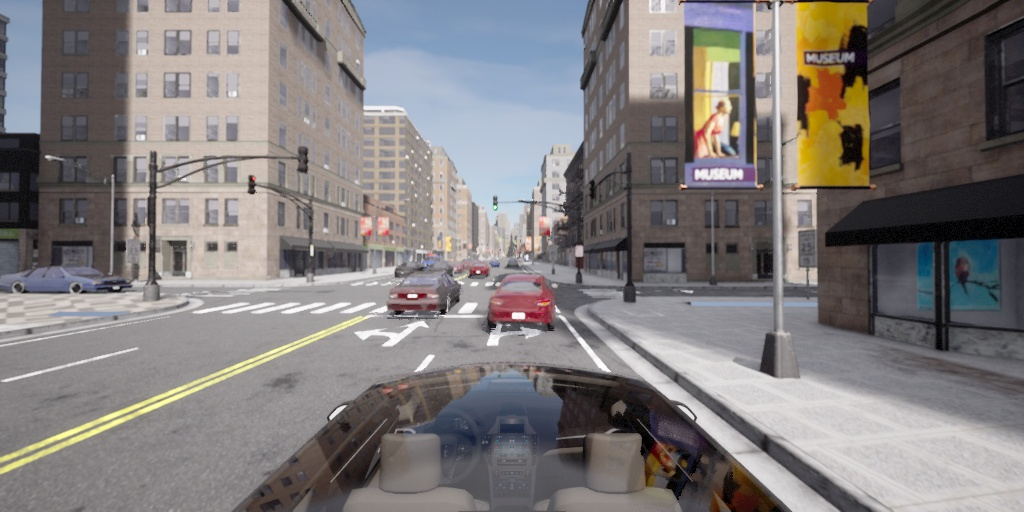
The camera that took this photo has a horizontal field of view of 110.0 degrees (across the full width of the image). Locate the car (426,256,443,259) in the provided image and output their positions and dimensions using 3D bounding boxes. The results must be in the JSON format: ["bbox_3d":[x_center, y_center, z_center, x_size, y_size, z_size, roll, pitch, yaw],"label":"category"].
[{"bbox_3d":[-9.750,1.001,44.704,2.150,2.045,5.566,0,0,-1],"label":"car"}]

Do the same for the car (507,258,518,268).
[{"bbox_3d":[0.131,1.349,63.557,1.994,1.385,4.181,0,0,0],"label":"car"}]

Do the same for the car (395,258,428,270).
[{"bbox_3d":[-9.771,1.253,34.530,1.882,1.535,5.008,0,0,1],"label":"car"}]

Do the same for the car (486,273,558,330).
[{"bbox_3d":[0.410,1.276,11.034,1.812,1.442,4.674,1,1,6],"label":"car"}]

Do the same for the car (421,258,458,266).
[{"bbox_3d":[-6.524,1.252,32.735,1.882,1.535,5.008,0,0,0],"label":"car"}]

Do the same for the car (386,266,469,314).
[{"bbox_3d":[-3.129,1.308,13.798,2.033,1.411,5.357,0,0,0],"label":"car"}]

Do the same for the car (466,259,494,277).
[{"bbox_3d":[-3.092,1.301,35.177,1.812,1.442,4.674,0,0,0],"label":"car"}]

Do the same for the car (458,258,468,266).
[{"bbox_3d":[-6.505,1.305,41.942,1.812,1.442,4.674,0,0,0],"label":"car"}]

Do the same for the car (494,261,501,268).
[{"bbox_3d":[-3.115,1.349,63.939,1.994,1.385,4.181,0,0,0],"label":"car"}]

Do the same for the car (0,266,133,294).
[{"bbox_3d":[-22.813,1.217,18.383,5.357,1.411,2.033,0,-1,3],"label":"car"}]
